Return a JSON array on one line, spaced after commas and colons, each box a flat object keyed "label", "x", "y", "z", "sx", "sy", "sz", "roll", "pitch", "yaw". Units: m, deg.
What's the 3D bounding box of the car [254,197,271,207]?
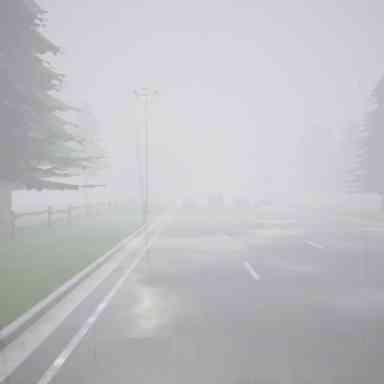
[{"label": "car", "x": 10.161, "y": 1.459, "z": 48.172, "sx": 1.812, "sy": 1.442, "sz": 4.674, "roll": 0, "pitch": 0, "yaw": 0}]

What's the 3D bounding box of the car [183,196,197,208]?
[{"label": "car", "x": -0.293, "y": 1.571, "z": 47.352, "sx": 1.994, "sy": 1.385, "sz": 4.181, "roll": 0, "pitch": 0, "yaw": 0}]

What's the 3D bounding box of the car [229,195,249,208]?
[{"label": "car", "x": 6.703, "y": 1.463, "z": 46.324, "sx": 1.837, "sy": 1.490, "sz": 4.892, "roll": 0, "pitch": 0, "yaw": 0}]

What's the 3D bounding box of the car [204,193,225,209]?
[{"label": "car", "x": 3.197, "y": 1.205, "z": 45.337, "sx": 2.150, "sy": 2.045, "sz": 5.566, "roll": 0, "pitch": 0, "yaw": 0}]

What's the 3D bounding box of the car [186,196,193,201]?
[{"label": "car", "x": -0.616, "y": 1.607, "z": 82.907, "sx": 1.895, "sy": 1.301, "sz": 4.718, "roll": 0, "pitch": 0, "yaw": 0}]

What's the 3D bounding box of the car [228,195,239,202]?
[{"label": "car", "x": 9.907, "y": 1.463, "z": 79.773, "sx": 2.128, "sy": 1.511, "sz": 4.902, "roll": 0, "pitch": 0, "yaw": 0}]

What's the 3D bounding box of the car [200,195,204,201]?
[{"label": "car", "x": 2.890, "y": 1.488, "z": 82.018, "sx": 1.837, "sy": 1.490, "sz": 4.892, "roll": 0, "pitch": 0, "yaw": 0}]

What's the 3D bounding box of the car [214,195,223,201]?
[{"label": "car", "x": 6.400, "y": 1.441, "z": 80.691, "sx": 1.882, "sy": 1.535, "sz": 5.008, "roll": 0, "pitch": 0, "yaw": 0}]
